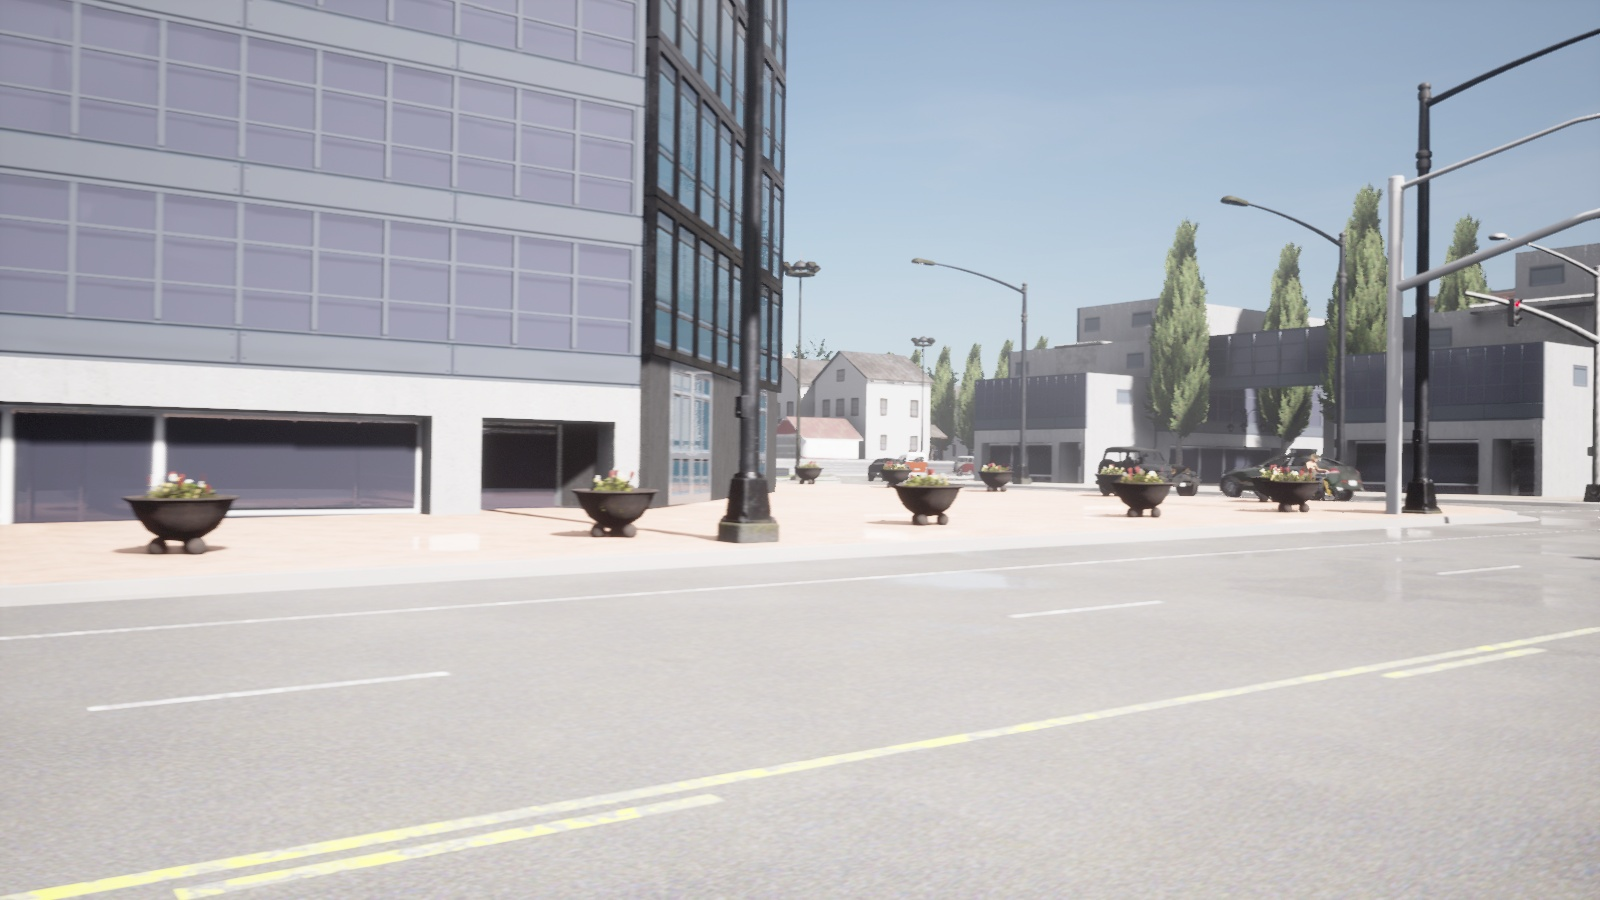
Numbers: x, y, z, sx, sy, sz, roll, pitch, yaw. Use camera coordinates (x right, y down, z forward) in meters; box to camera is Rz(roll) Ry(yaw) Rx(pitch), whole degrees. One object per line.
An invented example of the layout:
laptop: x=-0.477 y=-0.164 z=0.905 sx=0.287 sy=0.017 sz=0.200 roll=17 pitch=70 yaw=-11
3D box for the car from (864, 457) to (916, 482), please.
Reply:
car: x=5.785 y=1.255 z=80.516 sx=1.837 sy=1.490 sz=4.892 roll=0 pitch=-1 yaw=23

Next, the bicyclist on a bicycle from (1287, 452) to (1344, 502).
bicyclist on a bicycle: x=16.816 y=0.866 z=40.992 sx=0.866 sy=1.612 sz=1.509 roll=1 pitch=-1 yaw=-34

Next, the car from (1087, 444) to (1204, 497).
car: x=12.826 y=0.749 z=46.817 sx=1.905 sy=1.878 sz=3.866 roll=1 pitch=-1 yaw=-35

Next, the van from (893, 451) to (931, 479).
van: x=8.469 y=1.164 z=95.587 sx=2.069 sy=2.038 sz=4.480 roll=1 pitch=-1 yaw=-5

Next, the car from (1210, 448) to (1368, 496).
car: x=17.745 y=0.770 z=45.793 sx=2.152 sy=1.651 sz=5.027 roll=1 pitch=-1 yaw=-34
